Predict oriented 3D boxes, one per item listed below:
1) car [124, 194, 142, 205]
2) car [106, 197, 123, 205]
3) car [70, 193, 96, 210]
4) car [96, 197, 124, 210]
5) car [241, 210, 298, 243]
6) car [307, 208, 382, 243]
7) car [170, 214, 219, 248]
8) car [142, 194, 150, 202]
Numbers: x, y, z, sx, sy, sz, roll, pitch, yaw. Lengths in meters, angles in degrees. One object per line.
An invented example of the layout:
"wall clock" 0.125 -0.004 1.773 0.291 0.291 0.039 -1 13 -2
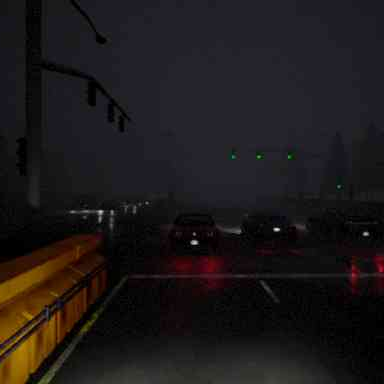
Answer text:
"car" -10.536 1.521 58.761 1.812 1.442 4.674 0 0 0
"car" -14.020 1.558 60.537 1.994 1.385 4.181 0 0 0
"car" -14.087 1.215 43.728 2.150 2.045 5.566 0 0 0
"car" -10.584 1.522 43.052 1.812 1.442 4.674 0 0 0
"car" 3.598 1.563 16.107 1.994 1.385 4.181 0 0 0
"car" 7.099 1.491 15.992 2.128 1.511 4.902 0 0 0
"car" 0.099 1.600 14.686 1.895 1.301 4.718 0 0 0
"car" -10.501 1.342 73.614 2.097 1.767 4.553 0 0 0
